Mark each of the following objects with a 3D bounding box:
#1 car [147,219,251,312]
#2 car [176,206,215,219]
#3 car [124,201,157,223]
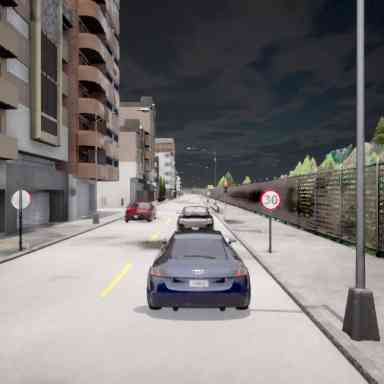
[{"bbox_3d":[0.131,1.564,7.819,1.994,1.385,4.181,0,0,0],"label":"car"},{"bbox_3d":[0.185,1.492,17.734,2.128,1.511,4.902,0,0,1],"label":"car"},{"bbox_3d":[-3.894,1.477,25.780,1.882,1.535,5.008,0,0,1],"label":"car"}]
